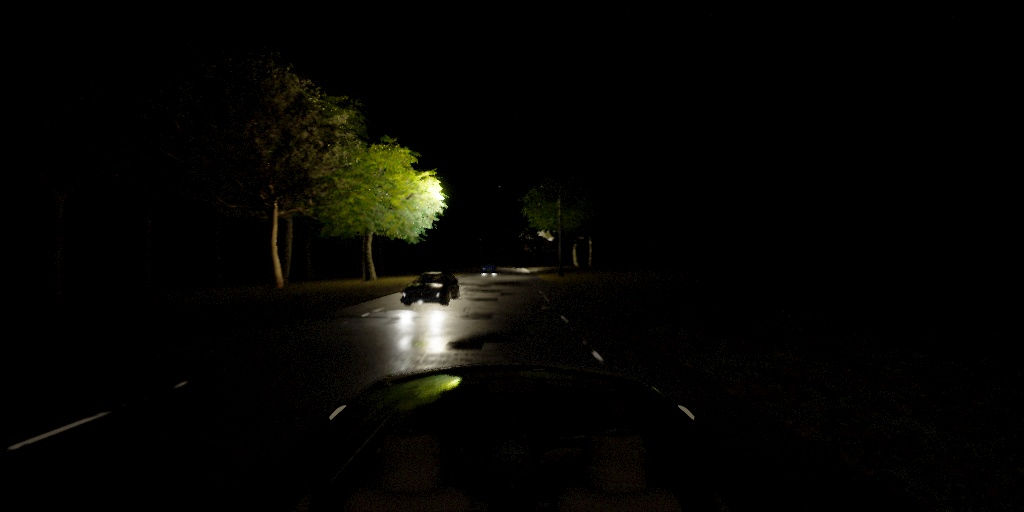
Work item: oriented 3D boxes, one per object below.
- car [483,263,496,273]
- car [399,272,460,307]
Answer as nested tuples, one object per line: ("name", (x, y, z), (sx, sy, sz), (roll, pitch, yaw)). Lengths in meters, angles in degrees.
("car", (-3.563, 1.927, 56.946), (1.882, 1.535, 5.008), (0, -1, 1))
("car", (-3.604, 1.458, 16.761), (2.033, 1.411, 5.357), (0, -1, 0))
